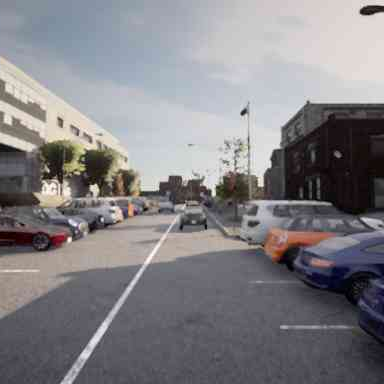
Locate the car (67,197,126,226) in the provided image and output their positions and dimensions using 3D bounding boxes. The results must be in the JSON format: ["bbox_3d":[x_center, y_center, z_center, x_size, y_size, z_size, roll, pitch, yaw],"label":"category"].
[{"bbox_3d":[-7.679,1.437,22.616,5.566,2.045,2.435,0,-1,0],"label":"car"}]

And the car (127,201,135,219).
[{"bbox_3d":[-7.679,1.769,28.200,4.792,1.488,2.163,0,-1,0],"label":"car"}]

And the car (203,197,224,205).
[{"bbox_3d":[4.645,2.025,73.164,4.553,1.767,2.185,0,-1,0],"label":"car"}]

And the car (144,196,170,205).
[{"bbox_3d":[-7.625,1.896,72.901,5.566,2.045,2.435,0,-1,0],"label":"car"}]

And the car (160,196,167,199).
[{"bbox_3d":[-7.839,2.043,61.725,5.366,1.575,1.946,0,-1,0],"label":"car"}]

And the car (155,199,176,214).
[{"bbox_3d":[-3.092,1.901,40.961,1.812,1.442,4.674,0,-1,0],"label":"car"}]

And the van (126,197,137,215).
[{"bbox_3d":[-7.768,1.539,30.998,4.442,1.987,1.878,0,-1,0],"label":"van"}]

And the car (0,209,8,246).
[{"bbox_3d":[-7.682,1.433,8.524,4.553,1.767,2.185,0,-1,0],"label":"car"}]

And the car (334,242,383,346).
[{"bbox_3d":[4.677,1.561,4.371,4.674,1.452,2.002,0,-1,0],"label":"car"}]

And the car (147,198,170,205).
[{"bbox_3d":[-7.653,2.177,75.633,5.008,1.535,2.097,0,-1,0],"label":"car"}]

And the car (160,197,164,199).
[{"bbox_3d":[-7.838,1.991,56.137,5.366,1.575,1.946,0,-1,0],"label":"car"}]

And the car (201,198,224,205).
[{"bbox_3d":[4.682,2.181,75.952,5.008,1.535,2.097,0,-1,0],"label":"car"}]

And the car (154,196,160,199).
[{"bbox_3d":[-7.620,1.818,50.550,4.553,1.767,2.185,0,-1,0],"label":"car"}]

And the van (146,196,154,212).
[{"bbox_3d":[-7.535,1.641,42.172,4.442,1.987,1.878,0,-1,0],"label":"van"}]

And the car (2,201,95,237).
[{"bbox_3d":[-7.682,1.511,17.030,4.553,1.767,2.185,0,-1,0],"label":"car"}]

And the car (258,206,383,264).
[{"bbox_3d":[4.648,1.451,10.374,4.553,1.767,2.185,0,-1,0],"label":"car"}]

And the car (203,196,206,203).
[{"bbox_3d":[4.706,1.746,56.418,5.566,2.045,2.435,0,-1,0],"label":"car"}]

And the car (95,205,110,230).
[{"bbox_3d":[-7.680,1.692,19.822,4.792,1.488,2.163,0,-1,0],"label":"car"}]

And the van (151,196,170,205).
[{"bbox_3d":[-7.771,2.065,81.256,4.442,1.987,1.878,0,-1,0],"label":"van"}]

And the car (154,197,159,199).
[{"bbox_3d":[-7.646,1.919,47.757,4.892,1.521,2.231,0,-1,0],"label":"car"}]

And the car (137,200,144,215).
[{"bbox_3d":[-7.649,1.830,33.789,4.674,1.452,2.002,0,-1,0],"label":"car"}]

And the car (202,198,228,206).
[{"bbox_3d":[4.862,2.121,70.245,5.366,1.575,1.946,0,-1,0],"label":"car"}]

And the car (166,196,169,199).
[{"bbox_3d":[-7.624,2.152,70.105,4.792,1.488,2.163,0,-1,0],"label":"car"}]

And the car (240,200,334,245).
[{"bbox_3d":[4.708,1.351,13.188,5.566,2.045,2.435,0,-1,0],"label":"car"}]

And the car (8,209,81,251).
[{"bbox_3d":[-7.620,1.641,14.233,4.792,1.488,2.163,0,-1,0],"label":"car"}]

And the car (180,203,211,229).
[{"bbox_3d":[0.107,1.739,23.238,1.812,1.442,4.674,0,0,0],"label":"car"}]

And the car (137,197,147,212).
[{"bbox_3d":[-7.682,1.690,36.583,4.553,1.767,2.185,0,-1,0],"label":"car"}]

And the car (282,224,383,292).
[{"bbox_3d":[4.677,1.589,7.434,4.674,1.452,2.002,0,-1,0],"label":"car"}]

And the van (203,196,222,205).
[{"bbox_3d":[4.793,2.003,78.731,4.442,1.987,1.878,0,-1,0],"label":"van"}]

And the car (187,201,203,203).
[{"bbox_3d":[0.098,1.860,41.630,1.882,1.535,5.008,0,-1,0],"label":"car"}]

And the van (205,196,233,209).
[{"bbox_3d":[4.794,1.746,53.626,4.442,1.987,1.878,0,-1,0],"label":"van"}]

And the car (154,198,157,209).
[{"bbox_3d":[-7.658,1.893,44.963,4.892,1.521,2.231,0,-1,0],"label":"car"}]
